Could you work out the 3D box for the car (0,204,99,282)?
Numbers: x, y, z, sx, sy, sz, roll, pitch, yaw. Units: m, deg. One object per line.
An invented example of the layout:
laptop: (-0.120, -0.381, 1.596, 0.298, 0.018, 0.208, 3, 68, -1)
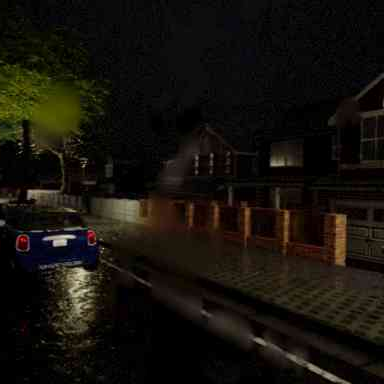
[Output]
car: (-4.377, 1.195, 9.654, 2.097, 1.767, 4.553, 0, 1, -35)
